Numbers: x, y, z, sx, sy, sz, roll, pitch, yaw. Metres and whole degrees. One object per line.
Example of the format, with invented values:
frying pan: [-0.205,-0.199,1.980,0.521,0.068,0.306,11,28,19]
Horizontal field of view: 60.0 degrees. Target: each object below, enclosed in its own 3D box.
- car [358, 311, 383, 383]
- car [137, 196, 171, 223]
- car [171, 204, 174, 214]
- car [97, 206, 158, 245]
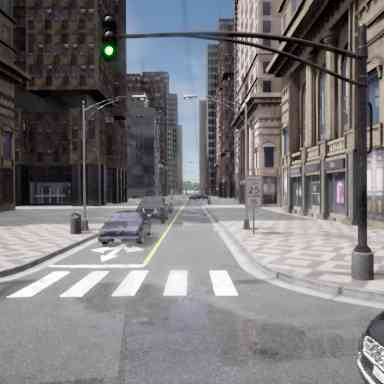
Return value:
car: [4.267,1.540,3.272,4.892,1.490,1.837,0,1,0]
car: [-3.107,1.347,26.731,2.150,2.045,5.566,0,0,-1]
car: [-3.090,1.682,37.062,1.812,1.442,4.674,0,0,0]
car: [-3.108,1.642,16.512,2.033,1.411,5.357,0,0,0]
